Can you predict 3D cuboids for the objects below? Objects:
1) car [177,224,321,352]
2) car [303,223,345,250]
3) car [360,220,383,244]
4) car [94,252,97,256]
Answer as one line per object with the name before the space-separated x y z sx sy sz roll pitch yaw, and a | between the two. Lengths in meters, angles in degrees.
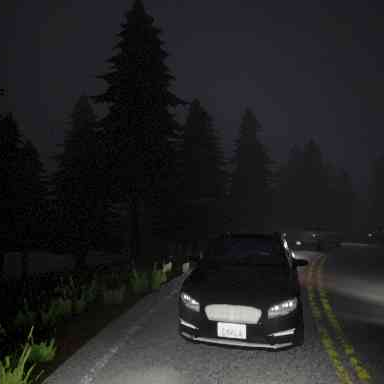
car | 1.137 1.561 6.611 2.128 1.511 4.902 -1 -2 15
car | 6.519 2.309 17.715 1.895 1.301 4.718 -3 -6 39
car | 15.880 3.227 26.466 5.566 2.045 2.150 8 -8 -28
car | -20.228 13.650 72.990 4.181 1.381 1.994 -2 -5 31
